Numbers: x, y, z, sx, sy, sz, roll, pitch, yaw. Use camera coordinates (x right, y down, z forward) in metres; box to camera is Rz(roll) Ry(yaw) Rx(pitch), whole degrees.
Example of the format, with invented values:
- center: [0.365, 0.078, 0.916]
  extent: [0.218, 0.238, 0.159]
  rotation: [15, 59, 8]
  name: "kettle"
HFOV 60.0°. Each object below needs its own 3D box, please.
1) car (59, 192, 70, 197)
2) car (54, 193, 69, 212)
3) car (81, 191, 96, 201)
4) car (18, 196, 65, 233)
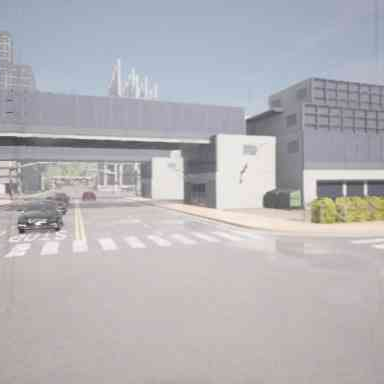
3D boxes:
- center: [-16.178, 0.835, 41.000]
  extent: [1.837, 1.490, 4.892]
  rotation: [-1, 1, -19]
  name: "car"
- center: [-11.489, 1.077, 27.687]
  extent: [1.812, 1.442, 4.674]
  rotation: [-1, 1, -19]
  name: "car"
- center: [-16.226, 0.579, 52.208]
  extent: [1.882, 1.535, 5.008]
  rotation: [-1, 1, -19]
  name: "car"
- center: [-8.038, 1.219, 17.897]
  extent: [1.837, 1.490, 4.892]
  rotation: [-1, 1, -19]
  name: "car"
